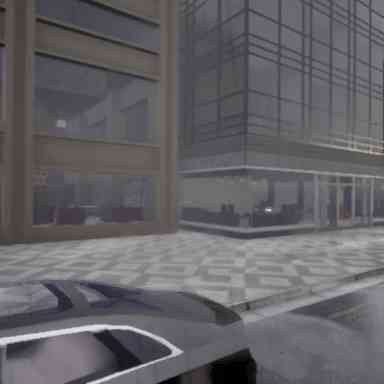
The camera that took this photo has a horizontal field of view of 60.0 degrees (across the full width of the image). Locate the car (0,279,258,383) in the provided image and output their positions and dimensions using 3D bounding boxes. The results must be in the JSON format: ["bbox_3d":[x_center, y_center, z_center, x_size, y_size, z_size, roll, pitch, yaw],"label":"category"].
[{"bbox_3d":[-1.697,1.492,2.167,4.902,1.511,2.128,1,-1,-36],"label":"car"}]
